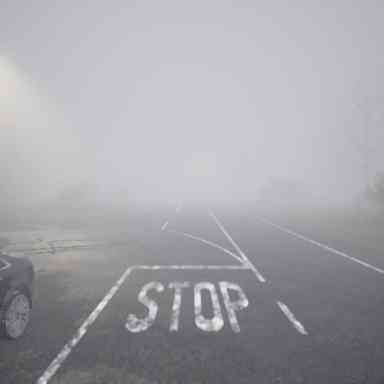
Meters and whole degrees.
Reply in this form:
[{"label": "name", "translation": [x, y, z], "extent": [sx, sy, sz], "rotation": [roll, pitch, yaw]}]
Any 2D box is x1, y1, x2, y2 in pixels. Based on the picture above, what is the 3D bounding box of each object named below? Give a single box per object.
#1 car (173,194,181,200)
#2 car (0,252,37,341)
[{"label": "car", "translation": [-3.441, 1.071, 76.458], "extent": [1.895, 1.301, 4.718], "rotation": [0, 0, 0]}, {"label": "car", "translation": [-3.511, 1.471, 3.621], "extent": [2.128, 1.511, 4.902], "rotation": [0, 0, 0]}]
